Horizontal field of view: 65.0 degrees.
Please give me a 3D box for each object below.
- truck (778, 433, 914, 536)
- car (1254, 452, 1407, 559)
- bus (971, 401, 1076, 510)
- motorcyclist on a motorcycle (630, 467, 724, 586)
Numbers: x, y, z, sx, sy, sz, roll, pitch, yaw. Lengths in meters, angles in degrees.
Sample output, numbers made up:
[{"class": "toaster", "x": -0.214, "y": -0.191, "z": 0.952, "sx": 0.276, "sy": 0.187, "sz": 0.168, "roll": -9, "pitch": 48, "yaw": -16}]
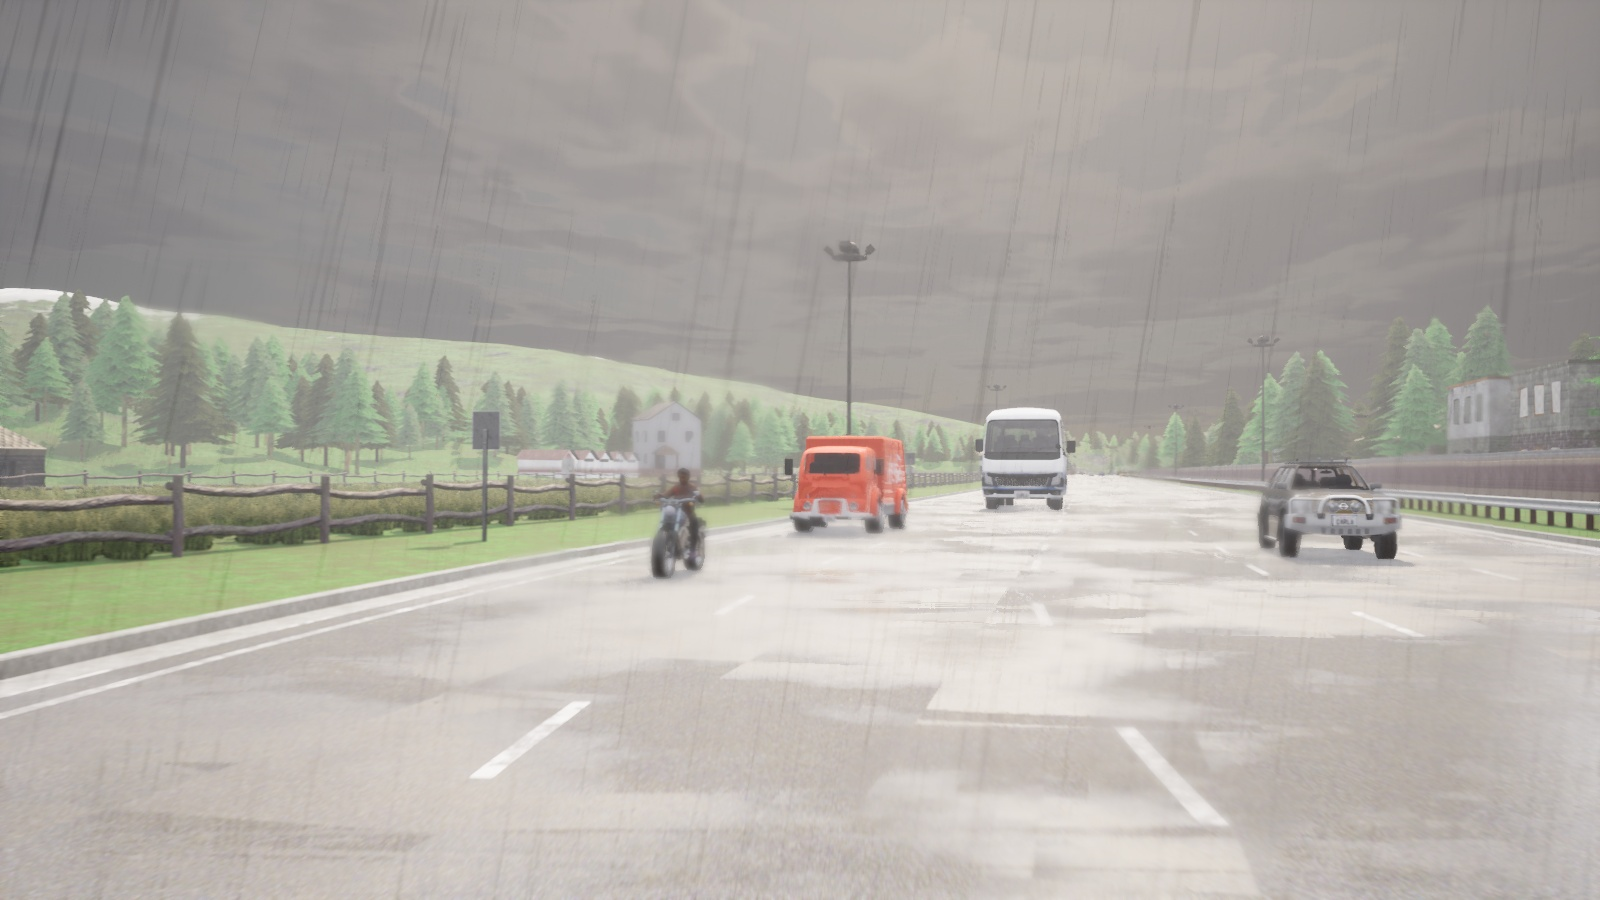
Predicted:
[{"class": "truck", "x": 1.327, "y": 0.875, "z": 33.003, "sx": 2.627, "sy": 2.467, "sz": 5.204, "roll": 0, "pitch": -1, "yaw": 13}, {"class": "car", "x": 10.075, "y": 0.997, "z": 24.199, "sx": 1.932, "sy": 1.855, "sz": 4.605, "roll": 0, "pitch": -1, "yaw": 13}, {"class": "bus", "x": 9.884, "y": 0.313, "z": 54.561, "sx": 3.944, "sy": 4.253, "sz": 10.273, "roll": 0, "pitch": -1, "yaw": 13}, {"class": "motorcyclist on a motorcycle", "x": -1.803, "y": 1.086, "z": 18.772, "sx": 0.766, "sy": 1.649, "sz": 2.350, "roll": 0, "pitch": -1, "yaw": 11}]
